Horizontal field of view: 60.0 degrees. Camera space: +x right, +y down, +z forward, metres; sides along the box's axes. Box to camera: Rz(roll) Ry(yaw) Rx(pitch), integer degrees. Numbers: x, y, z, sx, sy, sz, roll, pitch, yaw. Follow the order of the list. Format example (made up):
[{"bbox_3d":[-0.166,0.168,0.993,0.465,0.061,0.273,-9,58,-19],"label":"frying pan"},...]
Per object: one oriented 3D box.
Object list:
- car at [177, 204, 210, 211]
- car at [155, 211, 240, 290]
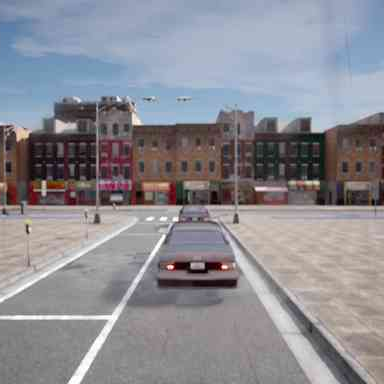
[{"bbox_3d":[0.112,1.399,19.344,2.033,1.411,5.357,0,0,-1],"label":"car"},{"bbox_3d":[0.116,1.477,9.035,2.033,1.411,5.357,0,0,0],"label":"car"}]
